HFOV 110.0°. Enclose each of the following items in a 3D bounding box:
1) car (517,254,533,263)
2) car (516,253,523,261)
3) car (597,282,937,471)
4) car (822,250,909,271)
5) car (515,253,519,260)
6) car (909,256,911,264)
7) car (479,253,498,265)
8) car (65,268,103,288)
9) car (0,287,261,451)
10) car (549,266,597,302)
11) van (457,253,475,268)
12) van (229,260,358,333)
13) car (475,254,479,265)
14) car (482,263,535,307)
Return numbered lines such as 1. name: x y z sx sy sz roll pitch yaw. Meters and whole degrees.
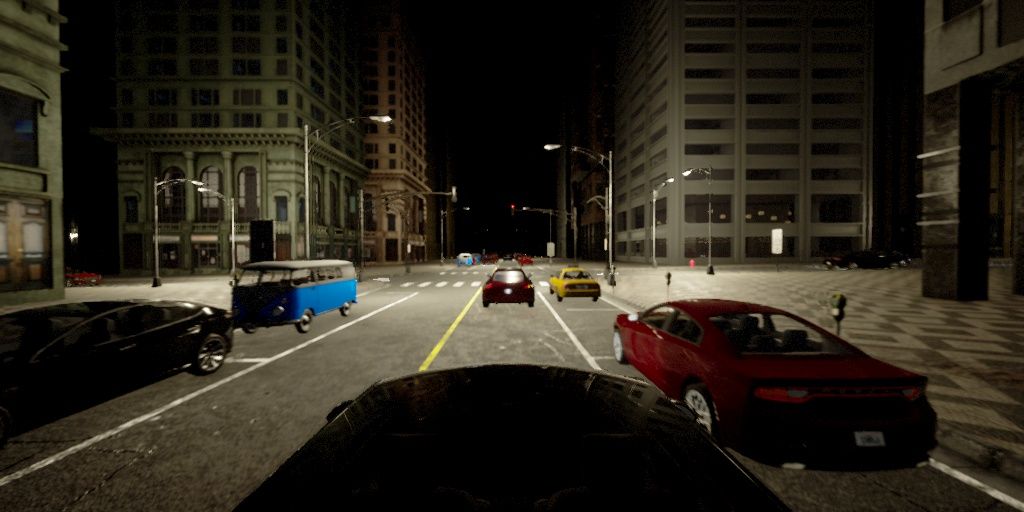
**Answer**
1. car: 2.174 0.705 53.665 1.888 1.381 4.507 0 0 -1
2. car: 2.107 0.646 59.190 1.888 1.381 4.507 0 0 -1
3. car: 2.737 1.246 4.999 1.888 1.381 4.507 0 0 -1
4. car: 26.697 0.347 27.457 5.008 1.535 1.882 -1 1 0
5. car: 2.040 0.588 64.715 1.888 1.381 4.507 0 0 -1
6. car: 31.066 0.238 30.684 4.892 1.490 1.837 -1 1 0
7. car: -3.698 0.710 57.217 1.994 1.385 4.181 0 1 0
8. car: -33.982 1.644 26.982 5.008 1.535 1.882 -1 1 0
9. car: -5.785 1.306 4.667 1.948 1.339 4.313 0 0 -1
10. car: 2.615 1.105 15.748 1.751 1.417 4.829 0 0 -1
11. van: -6.316 0.596 48.058 1.690 1.789 3.998 0 0 -1
12. van: -5.850 1.018 10.079 1.690 1.789 3.998 0 0 -1
13. car: -6.381 0.741 53.582 1.888 1.381 4.507 0 0 -1
14. car: -0.109 1.168 14.478 1.994 1.385 4.181 0 1 1
